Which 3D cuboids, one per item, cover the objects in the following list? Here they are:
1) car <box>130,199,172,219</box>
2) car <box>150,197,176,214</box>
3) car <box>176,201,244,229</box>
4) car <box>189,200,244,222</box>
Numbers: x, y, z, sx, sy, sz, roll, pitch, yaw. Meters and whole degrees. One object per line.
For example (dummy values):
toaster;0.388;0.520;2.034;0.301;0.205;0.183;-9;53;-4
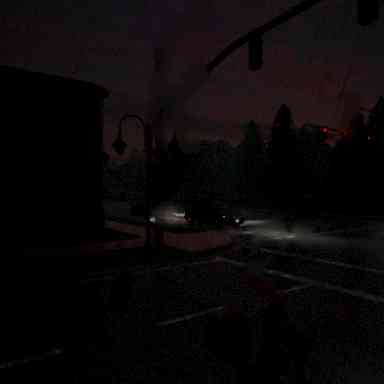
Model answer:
car;-3.905;1.560;29.635;1.994;1.385;4.181;0;0;-35
car;-3.155;1.559;34.681;1.994;1.385;4.181;0;0;-35
car;1.338;1.488;22.121;2.128;1.511;4.902;0;0;-35
car;1.928;1.500;27.383;1.837;1.490;4.892;0;0;-35
